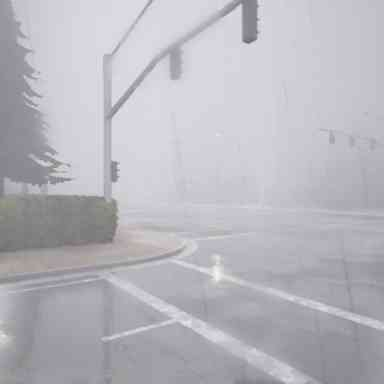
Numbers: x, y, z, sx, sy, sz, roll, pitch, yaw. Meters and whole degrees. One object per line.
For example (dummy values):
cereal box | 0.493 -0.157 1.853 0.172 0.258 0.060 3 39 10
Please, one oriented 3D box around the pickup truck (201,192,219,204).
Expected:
pickup truck | 3.161 1.048 59.589 2.390 2.098 6.274 0 0 -6
